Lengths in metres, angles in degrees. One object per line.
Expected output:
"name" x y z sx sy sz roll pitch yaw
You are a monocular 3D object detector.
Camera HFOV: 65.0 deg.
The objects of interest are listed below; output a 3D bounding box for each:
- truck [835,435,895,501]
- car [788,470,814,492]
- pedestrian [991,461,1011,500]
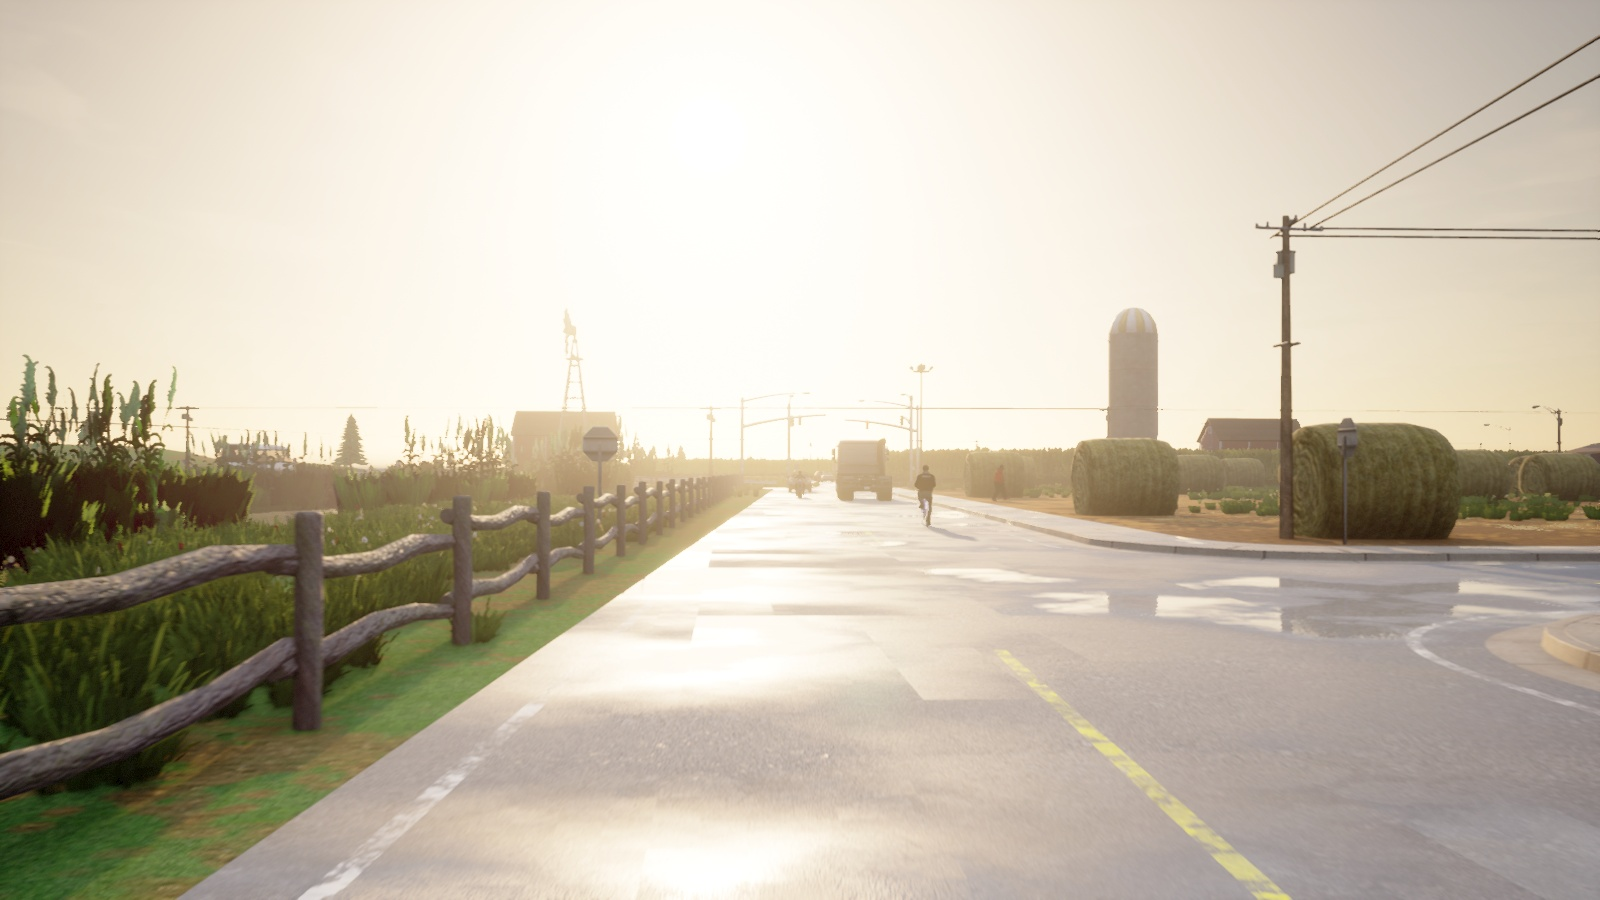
"truck" 3.541 0.994 69.995 2.891 3.462 7.936 0 -1 0
"car" 0.061 2.264 92.376 1.851 1.617 3.988 0 -1 0
"pedestrian" 9.538 1.437 59.514 0.899 1.844 0.634 0 -1 11
